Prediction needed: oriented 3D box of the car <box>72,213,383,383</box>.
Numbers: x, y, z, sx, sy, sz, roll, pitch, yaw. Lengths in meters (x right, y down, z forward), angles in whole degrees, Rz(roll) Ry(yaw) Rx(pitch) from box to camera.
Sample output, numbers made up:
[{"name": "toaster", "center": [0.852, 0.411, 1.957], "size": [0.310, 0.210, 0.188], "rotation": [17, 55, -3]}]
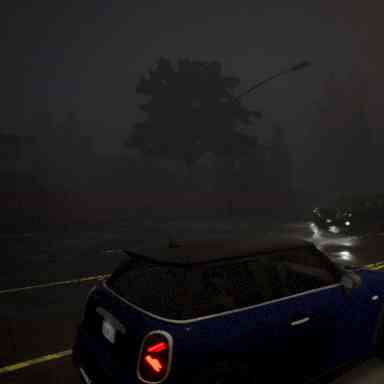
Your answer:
[{"name": "car", "center": [0.930, 1.346, 4.409], "size": [4.553, 1.767, 2.097], "rotation": [0, 0, -36]}]

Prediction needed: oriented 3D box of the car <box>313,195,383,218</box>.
[{"name": "car", "center": [9.570, 1.187, 19.418], "size": [5.566, 2.045, 2.150], "rotation": [0, 0, -35]}]

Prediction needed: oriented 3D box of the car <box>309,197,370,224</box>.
[{"name": "car", "center": [11.033, 1.310, 24.758], "size": [4.553, 1.767, 2.097], "rotation": [0, 0, -35]}]
